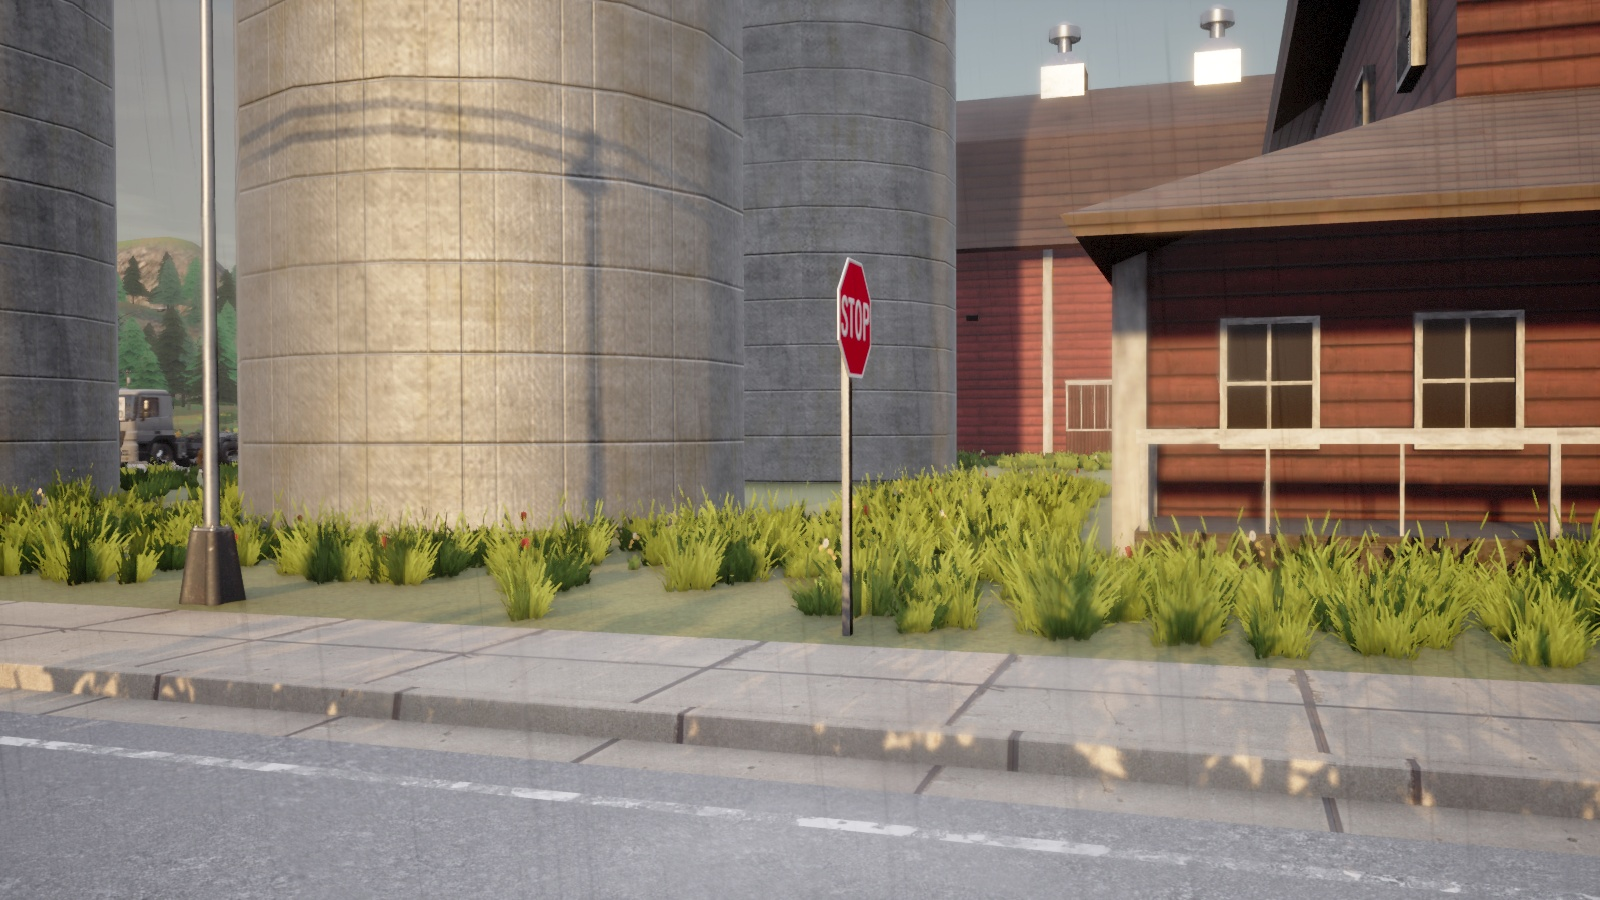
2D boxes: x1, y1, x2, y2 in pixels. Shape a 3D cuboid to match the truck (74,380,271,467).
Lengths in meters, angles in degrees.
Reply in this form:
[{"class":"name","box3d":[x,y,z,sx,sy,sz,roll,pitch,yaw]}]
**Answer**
[{"class":"truck","box3d":[-26.857,-1.125,54.262,2.891,3.462,7.936,1,1,18]}]
